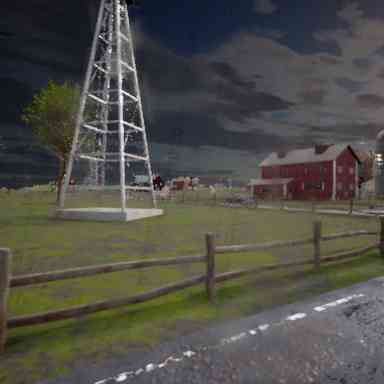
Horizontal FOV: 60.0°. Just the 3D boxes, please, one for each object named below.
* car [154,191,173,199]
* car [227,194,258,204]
[{"bbox_3d":[-5.389,0.588,63.056,2.097,1.767,4.553,1,0,-35],"label":"car"},{"bbox_3d":[6.863,0.999,45.615,2.128,1.511,4.902,1,0,-35],"label":"car"}]
